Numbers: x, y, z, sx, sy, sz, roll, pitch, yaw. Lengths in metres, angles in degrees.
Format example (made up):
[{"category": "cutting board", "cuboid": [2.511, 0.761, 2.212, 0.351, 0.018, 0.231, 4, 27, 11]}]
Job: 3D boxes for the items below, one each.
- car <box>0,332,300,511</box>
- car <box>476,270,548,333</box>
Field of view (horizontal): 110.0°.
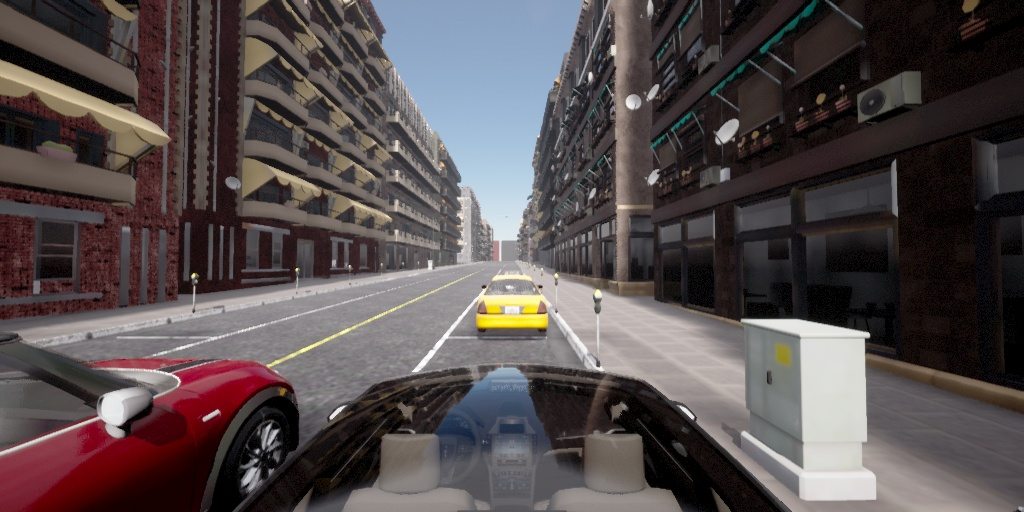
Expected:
[{"category": "car", "cuboid": [-3.020, 1.096, 1.471, 2.097, 1.767, 4.553, 0, 0, 0]}, {"category": "car", "cuboid": [0.004, 1.203, 10.694, 1.801, 1.575, 5.366, 0, 0, 0]}]
